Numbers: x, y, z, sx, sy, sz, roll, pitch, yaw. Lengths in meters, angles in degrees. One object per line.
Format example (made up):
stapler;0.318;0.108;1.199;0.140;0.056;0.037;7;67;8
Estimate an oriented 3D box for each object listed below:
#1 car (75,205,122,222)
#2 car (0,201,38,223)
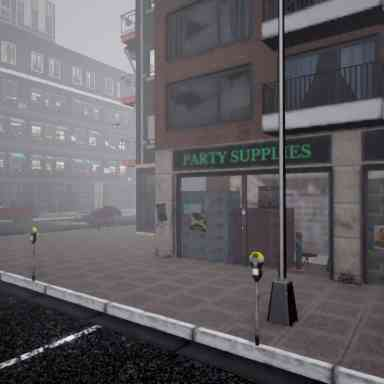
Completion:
car;-8.663;1.941;31.166;1.812;1.442;4.674;0;-1;35
car;-14.946;1.609;26.706;2.192;1.841;5.009;-1;-2;35
